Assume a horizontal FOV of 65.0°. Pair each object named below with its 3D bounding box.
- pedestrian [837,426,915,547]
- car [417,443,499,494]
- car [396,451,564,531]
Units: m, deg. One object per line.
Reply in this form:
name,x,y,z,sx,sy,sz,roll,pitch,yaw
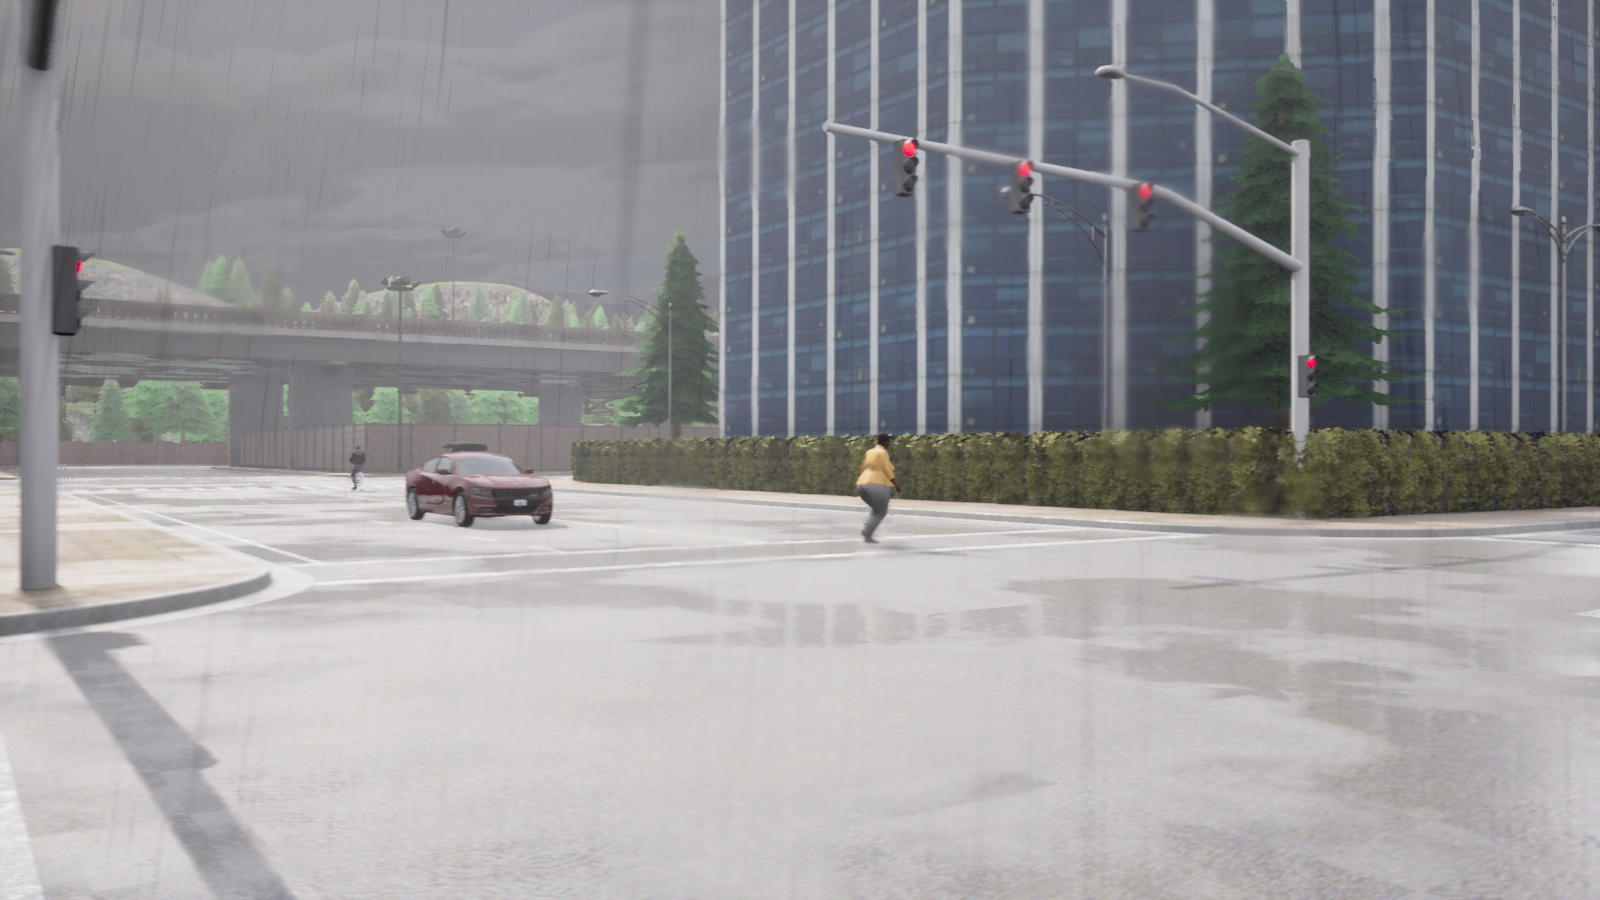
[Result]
pedestrian,1.200,0.561,19.918,0.900,1.855,0.874,0,0,-29
car,-13.244,0.690,48.527,1.905,1.878,3.866,0,0,-34
car,-6.957,0.804,26.863,1.882,1.535,5.008,0,0,-34
